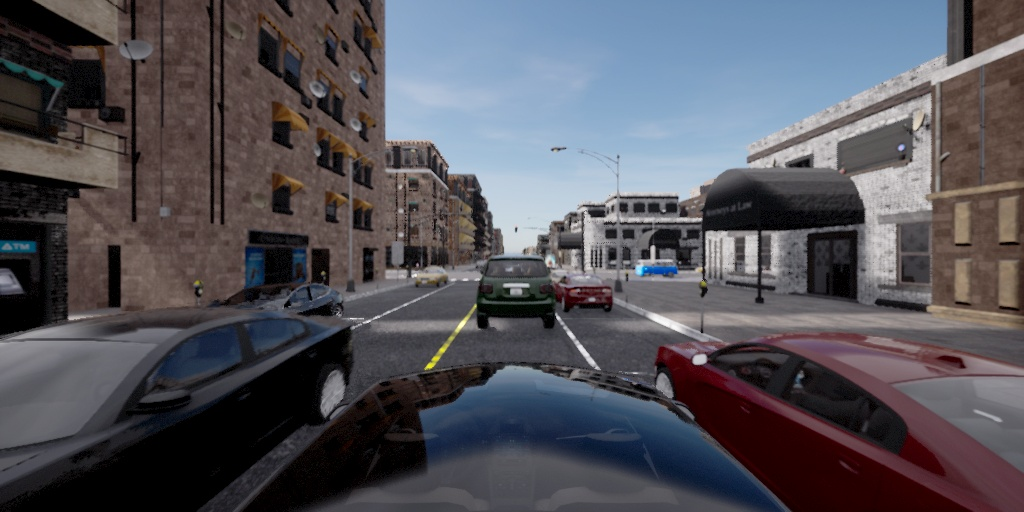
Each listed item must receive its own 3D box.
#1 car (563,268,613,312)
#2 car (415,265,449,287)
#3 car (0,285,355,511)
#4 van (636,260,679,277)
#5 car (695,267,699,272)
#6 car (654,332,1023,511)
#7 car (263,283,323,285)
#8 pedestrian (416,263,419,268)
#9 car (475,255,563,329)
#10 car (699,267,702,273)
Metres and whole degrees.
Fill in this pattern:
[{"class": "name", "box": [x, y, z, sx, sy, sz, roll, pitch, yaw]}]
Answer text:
[{"class": "car", "box": [2.713, 1.345, 14.322, 1.888, 1.381, 4.507, 0, 0, 0]}, {"class": "car", "box": [-5.648, 1.373, 25.566, 1.751, 1.417, 4.829, 0, 0, 0]}, {"class": "car", "box": [-3.098, 1.232, 2.898, 1.882, 1.535, 5.008, 0, 0, 0]}, {"class": "van", "box": [14.719, 1.303, 36.464, 3.998, 1.789, 1.690, 0, 0, 0]}, {"class": "car", "box": [25.563, 1.494, 44.905, 4.829, 1.417, 1.751, 0, 0, 0]}, {"class": "car", "box": [2.692, 1.300, 2.929, 1.888, 1.381, 4.507, 0, 0, 0]}, {"class": "car", "box": [-5.679, 1.342, 8.646, 1.948, 1.339, 4.313, 0, 0, 0]}, {"class": "pedestrian", "box": [-12.547, 1.395, 47.635, 0.500, 1.100, 0.500, 0, 0, 0]}, {"class": "car", "box": [0.115, 1.008, 11.601, 2.150, 2.045, 5.566, 0, -1, 0]}, {"class": "car", "box": [25.426, 1.466, 42.309, 4.902, 1.511, 2.128, 0, 0, 0]}]
